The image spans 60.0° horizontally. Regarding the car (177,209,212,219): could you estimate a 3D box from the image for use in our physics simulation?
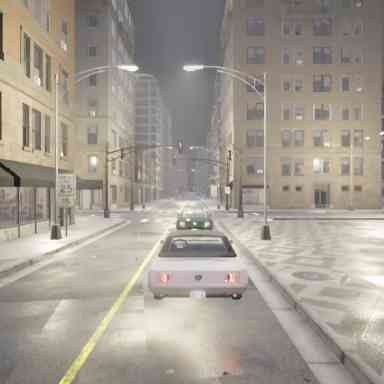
[{"bbox_3d":[0.133,1.599,18.589,1.895,1.301,4.718,0,0,0],"label":"car"}]

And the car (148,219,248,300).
[{"bbox_3d":[0.115,1.600,8.354,1.895,1.301,4.718,0,0,0],"label":"car"}]
